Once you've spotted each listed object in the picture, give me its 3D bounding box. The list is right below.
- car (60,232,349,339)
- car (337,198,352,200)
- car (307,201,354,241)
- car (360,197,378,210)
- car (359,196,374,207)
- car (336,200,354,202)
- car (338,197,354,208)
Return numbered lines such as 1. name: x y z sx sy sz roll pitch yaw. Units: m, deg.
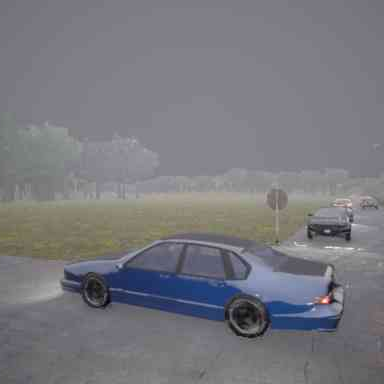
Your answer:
1. car: 0.013 1.535 6.439 5.357 1.411 2.033 0 1 26
2. car: 16.024 1.463 35.300 1.882 1.535 5.008 0 0 26
3. car: 7.096 1.467 16.983 1.882 1.535 5.008 0 0 26
4. car: 23.454 1.529 43.869 2.033 1.411 5.357 0 0 26
5. car: 28.023 1.459 53.509 1.882 1.535 5.008 0 0 26
6. car: 11.428 1.551 25.903 1.994 1.385 4.181 0 0 25
7. car: 22.415 1.531 48.290 2.033 1.411 5.357 0 0 27
